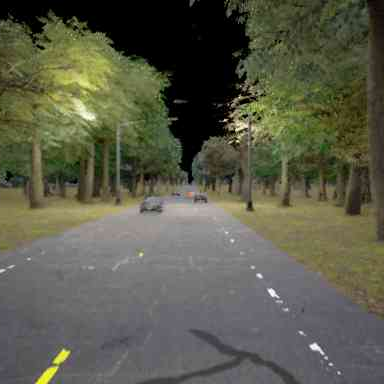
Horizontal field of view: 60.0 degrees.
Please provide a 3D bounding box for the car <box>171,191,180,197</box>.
[{"bbox_3d":[-3.485,0.415,71.481,1.895,1.301,4.718,0,1,0],"label":"car"}]

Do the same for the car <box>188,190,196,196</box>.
[{"bbox_3d":[0.018,0.169,83.551,2.128,1.511,4.902,0,1,0],"label":"car"}]

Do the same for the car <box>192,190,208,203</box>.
[{"bbox_3d":[1.235,0.781,48.079,1.837,1.490,4.892,0,1,0],"label":"car"}]

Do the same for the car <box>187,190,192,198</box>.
[{"bbox_3d":[0.015,0.355,66.192,2.097,1.767,4.553,0,1,0],"label":"car"}]

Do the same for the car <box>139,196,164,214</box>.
[{"bbox_3d":[-3.589,1.125,30.276,1.837,1.490,4.892,0,1,0],"label":"car"}]
